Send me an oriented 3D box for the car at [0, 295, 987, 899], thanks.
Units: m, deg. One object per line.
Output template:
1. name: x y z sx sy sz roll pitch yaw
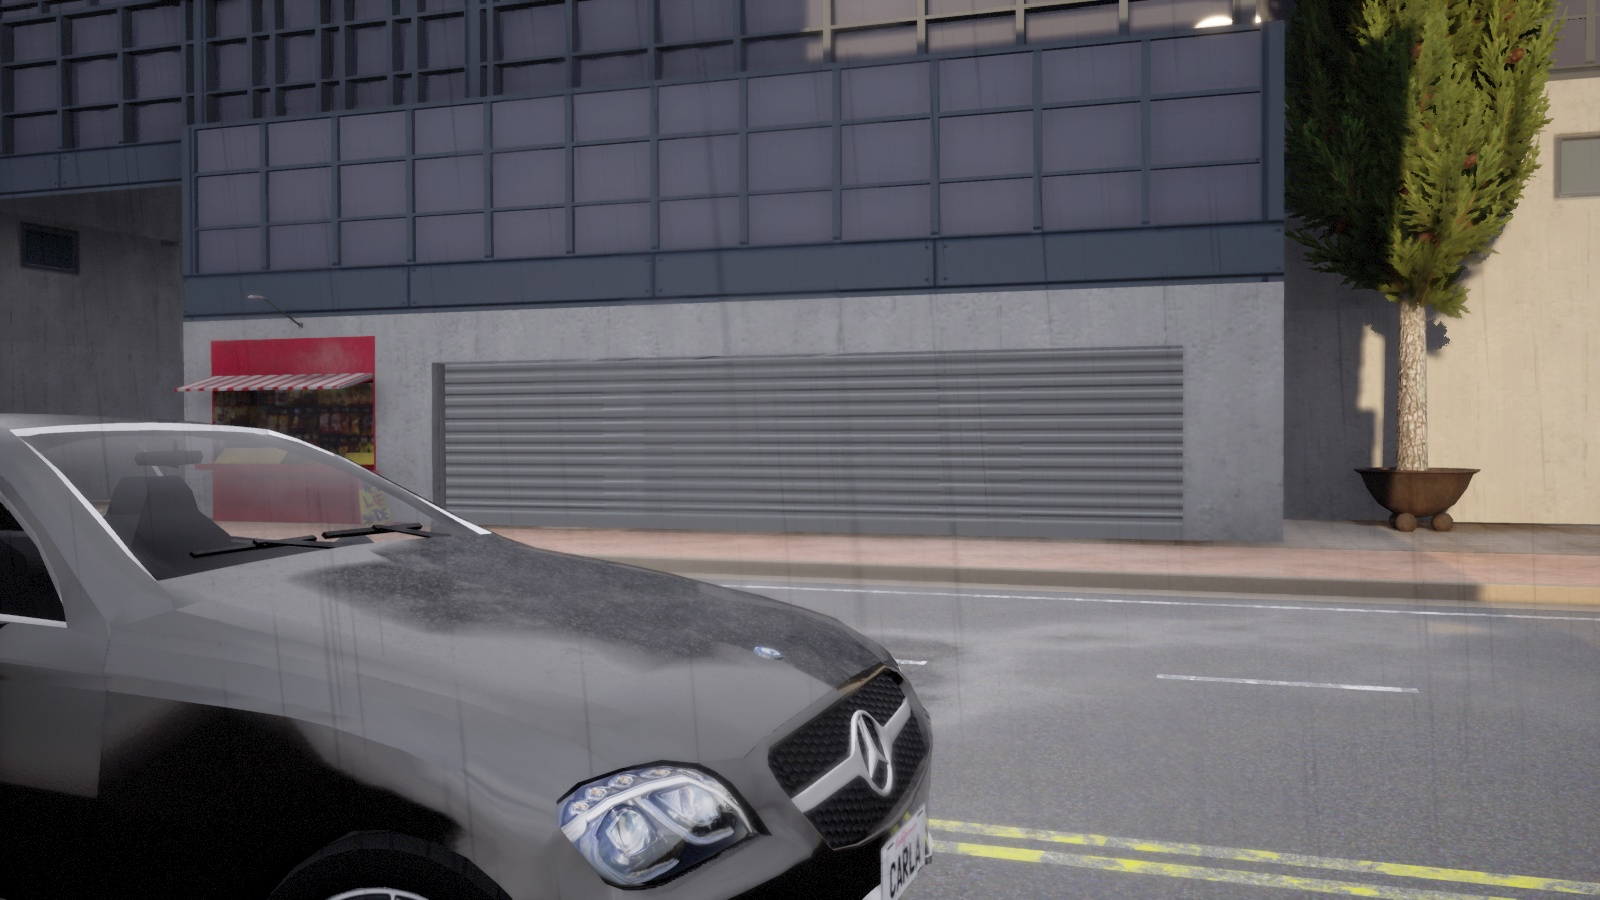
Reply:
1. car: -2.120 0.535 3.904 5.027 1.651 2.152 1 1 19
